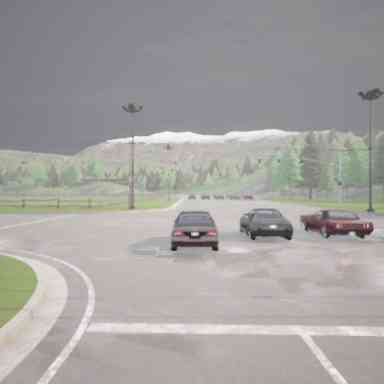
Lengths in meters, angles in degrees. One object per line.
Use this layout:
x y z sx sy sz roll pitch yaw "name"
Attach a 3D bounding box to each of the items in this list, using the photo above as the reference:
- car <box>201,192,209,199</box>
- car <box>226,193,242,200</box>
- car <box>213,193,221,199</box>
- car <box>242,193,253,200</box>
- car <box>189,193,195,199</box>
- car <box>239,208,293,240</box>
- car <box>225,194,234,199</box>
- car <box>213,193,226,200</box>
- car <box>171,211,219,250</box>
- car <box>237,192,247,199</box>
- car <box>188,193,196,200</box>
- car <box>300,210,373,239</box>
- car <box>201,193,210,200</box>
3.519 0.977 93.470 2.097 1.767 4.553 0 0 0 "car"
10.517 1.249 82.956 2.033 1.411 5.357 0 0 0 "car"
7.019 1.097 93.499 1.882 1.535 5.008 0 0 0 "car"
14.017 1.186 83.226 1.882 1.535 5.008 0 0 0 "car"
0.019 1.122 93.501 1.837 1.490 4.892 0 0 0 "car"
3.601 1.505 16.750 1.994 1.385 4.181 0 0 0 "car"
10.519 1.156 93.497 2.033 1.411 5.357 0 0 0 "car"
7.017 1.233 83.363 1.812 1.442 4.674 0 0 0 "car"
0.103 1.498 14.003 2.033 1.411 5.357 0 0 0 "car"
14.019 0.971 93.466 2.097 1.767 4.553 0 0 0 "car"
0.017 1.235 83.100 2.128 1.511 4.902 0 0 0 "car"
7.104 1.541 16.967 1.895 1.301 4.718 0 0 0 "car"
3.517 1.188 83.020 1.882 1.535 5.008 0 0 0 "car"
